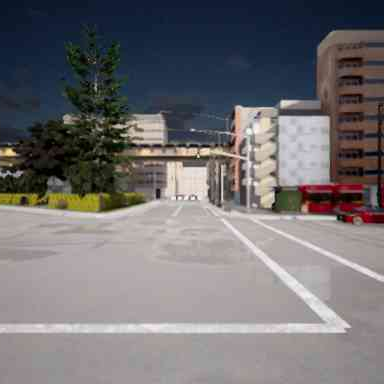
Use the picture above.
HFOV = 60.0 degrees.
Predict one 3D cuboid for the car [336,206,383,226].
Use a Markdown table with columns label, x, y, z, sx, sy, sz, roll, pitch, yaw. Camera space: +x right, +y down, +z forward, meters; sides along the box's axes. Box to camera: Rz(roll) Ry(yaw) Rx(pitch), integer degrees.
| label | x | y | z | sx | sy | sz | roll | pitch | yaw |
| --- | --- | --- | --- | --- | --- | --- | --- | --- | --- |
| car | 12.827 | 1.687 | 24.243 | 4.181 | 1.385 | 1.994 | 1 | 0 | -1 |
